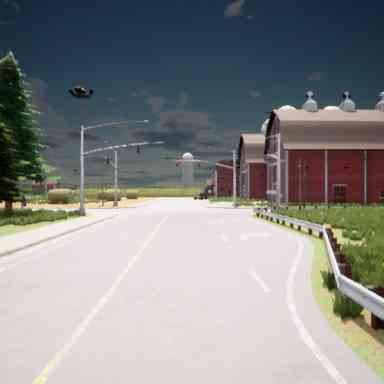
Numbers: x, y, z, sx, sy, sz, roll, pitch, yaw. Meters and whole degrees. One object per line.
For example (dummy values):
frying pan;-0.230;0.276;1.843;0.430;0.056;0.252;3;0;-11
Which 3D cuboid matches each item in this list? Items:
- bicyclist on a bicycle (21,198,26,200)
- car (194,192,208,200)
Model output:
bicyclist on a bicycle;-22.694;1.300;44.836;0.582;1.620;1.656;0;0;0
car;2.345;1.120;87.141;1.905;1.878;3.866;-8;4;-44
